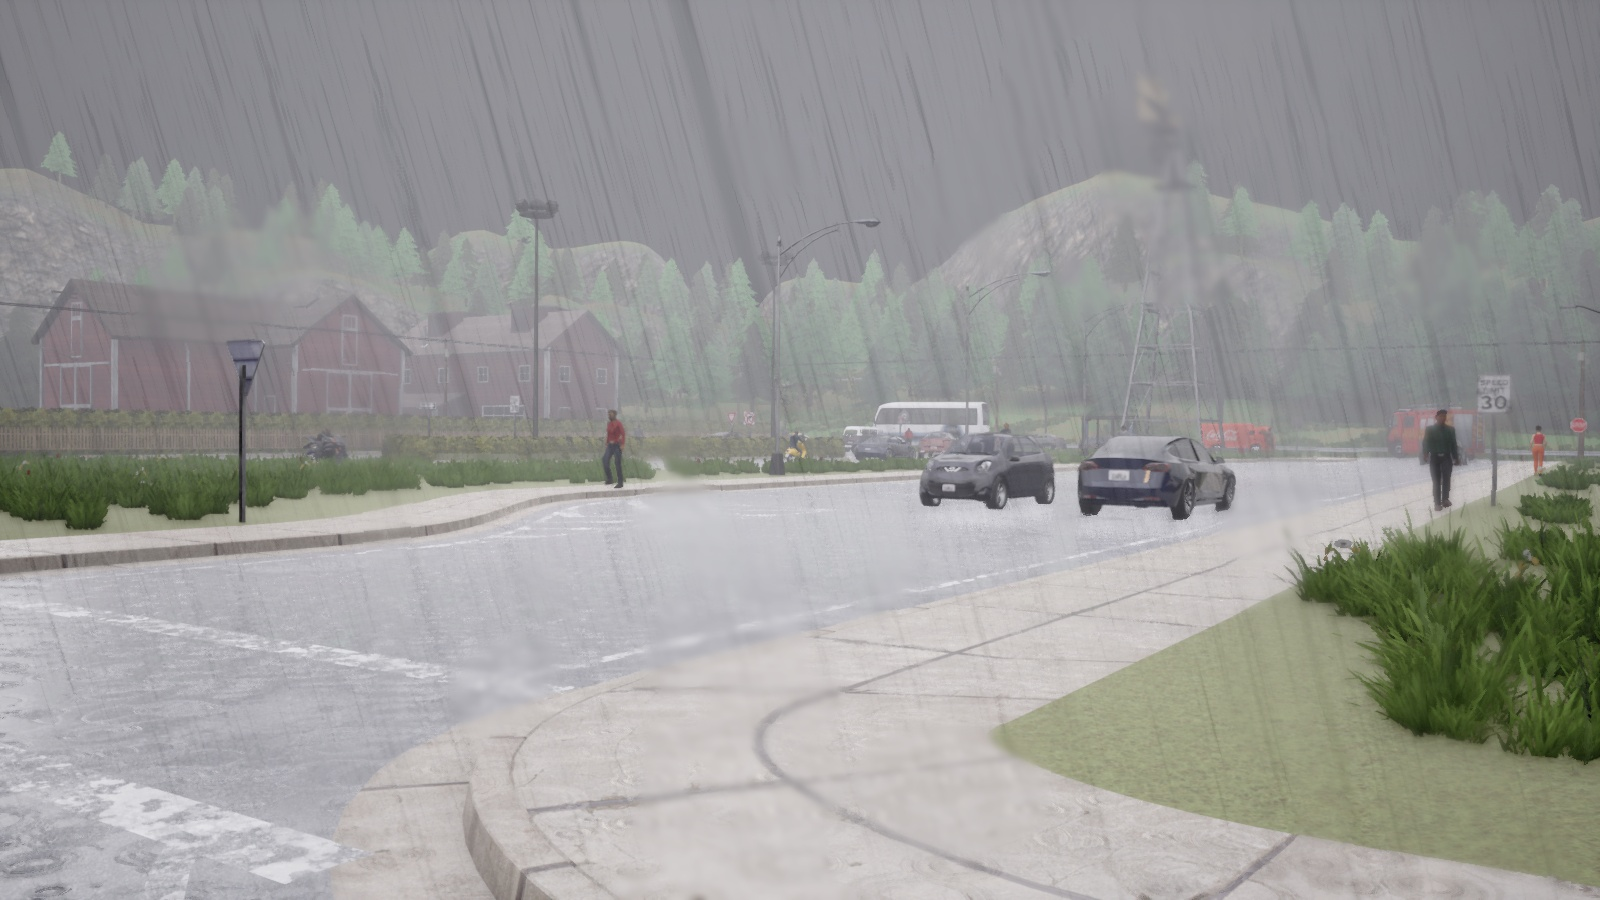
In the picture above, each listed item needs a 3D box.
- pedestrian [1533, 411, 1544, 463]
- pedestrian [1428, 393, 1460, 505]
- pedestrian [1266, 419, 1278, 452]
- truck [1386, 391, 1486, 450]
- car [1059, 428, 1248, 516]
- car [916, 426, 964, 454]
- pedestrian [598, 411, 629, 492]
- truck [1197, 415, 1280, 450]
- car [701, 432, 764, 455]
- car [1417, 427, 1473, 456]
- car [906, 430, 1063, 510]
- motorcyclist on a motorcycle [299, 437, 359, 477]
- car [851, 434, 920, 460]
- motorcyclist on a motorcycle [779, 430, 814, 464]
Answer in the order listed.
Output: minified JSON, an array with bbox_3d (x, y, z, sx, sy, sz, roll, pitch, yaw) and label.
[{"bbox_3d":[26.586,-0.472,45.229,0.345,1.836,0.594,0,1,31],"label":"pedestrian"},{"bbox_3d":[11.370,-0.019,22.182,0.423,1.949,0.788,0,1,21],"label":"pedestrian"},{"bbox_3d":[27.825,-0.876,74.048,0.692,1.930,0.396,-1,1,-42],"label":"pedestrian"},{"bbox_3d":[43.429,-2.003,86.040,2.891,3.827,8.468,0,1,3],"label":"truck"},{"bbox_3d":[6.864,0.342,23.975,2.163,1.488,4.792,0,1,33],"label":"car"},{"bbox_3d":[8.571,-0.613,76.574,2.152,1.651,5.027,0,1,16],"label":"car"},{"bbox_3d":[-4.284,0.032,28.797,0.331,1.846,0.636,0,1,36],"label":"pedestrian"},{"bbox_3d":[31.824,-1.287,91.120,5.204,2.467,2.627,0,1,34],"label":"truck"},{"bbox_3d":[-4.562,-0.452,85.779,2.007,1.525,4.514,0,1,33],"label":"car"},{"bbox_3d":[34.205,-0.487,66.524,2.163,1.488,4.792,0,1,33],"label":"car"},{"bbox_3d":[3.847,0.359,25.753,1.845,1.501,3.633,0,1,33],"label":"car"},{"bbox_3d":[-18.344,0.265,48.863,2.191,1.530,0.866,0,0,23],"label":"motorcyclist on a motorcycle"},{"bbox_3d":[4.692,-0.182,68.452,1.994,1.385,4.181,0,1,33],"label":"car"},{"bbox_3d":[-0.166,-0.147,61.032,0.866,1.590,1.817,0,1,33],"label":"motorcyclist on a motorcycle"}]
